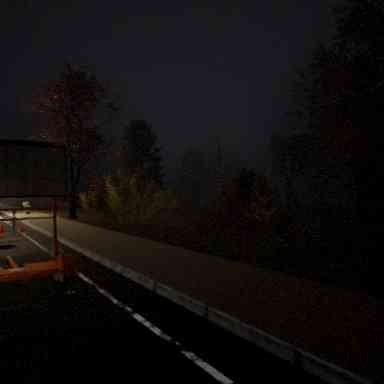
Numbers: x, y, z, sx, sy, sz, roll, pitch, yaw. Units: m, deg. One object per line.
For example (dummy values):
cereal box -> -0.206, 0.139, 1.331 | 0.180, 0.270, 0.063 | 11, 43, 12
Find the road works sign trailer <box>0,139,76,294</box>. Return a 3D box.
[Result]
road works sign trailer -> -4.373, 0.539, 8.183 | 2.380, 3.560, 2.880 | -1, 0, -34
